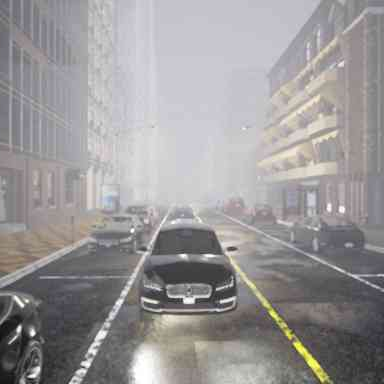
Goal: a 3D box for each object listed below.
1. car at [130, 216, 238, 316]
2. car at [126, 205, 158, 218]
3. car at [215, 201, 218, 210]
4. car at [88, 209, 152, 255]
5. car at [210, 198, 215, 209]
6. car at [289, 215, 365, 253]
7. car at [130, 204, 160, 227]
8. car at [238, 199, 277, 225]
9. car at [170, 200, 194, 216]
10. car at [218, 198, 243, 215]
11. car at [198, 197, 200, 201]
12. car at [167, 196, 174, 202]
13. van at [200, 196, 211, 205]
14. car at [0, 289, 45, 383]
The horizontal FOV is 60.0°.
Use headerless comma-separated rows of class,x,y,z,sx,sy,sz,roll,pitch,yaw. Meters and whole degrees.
car,-0.130,1.543,7.878,1.837,1.490,4.892,0,0,-2
car,-3.168,1.526,19.160,1.967,1.590,4.097,0,0,-2
car,4.320,1.809,42.064,1.802,1.307,4.206,0,0,-2
car,-2.946,1.608,13.515,2.008,1.369,4.403,0,0,-2
car,4.098,1.838,47.709,1.802,1.307,4.206,0,0,-2
car,5.428,1.635,13.844,2.008,1.369,4.403,0,0,-2
car,-3.382,1.639,24.633,1.752,1.417,4.829,0,0,-2
car,4.985,1.581,25.132,1.967,1.590,4.097,0,0,-2
car,-0.855,1.706,28.809,1.994,1.385,4.181,0,0,-2
car,4.543,1.513,36.422,2.192,1.841,5.009,0,0,-2
car,2.991,1.979,75.929,1.947,1.339,4.313,0,0,-2
car,-6.048,1.924,92.534,1.967,1.590,4.097,0,0,-2
van,3.212,1.722,70.286,1.690,1.788,3.998,0,0,-2
car,-2.503,1.570,2.227,1.947,1.339,4.313,0,0,-2
